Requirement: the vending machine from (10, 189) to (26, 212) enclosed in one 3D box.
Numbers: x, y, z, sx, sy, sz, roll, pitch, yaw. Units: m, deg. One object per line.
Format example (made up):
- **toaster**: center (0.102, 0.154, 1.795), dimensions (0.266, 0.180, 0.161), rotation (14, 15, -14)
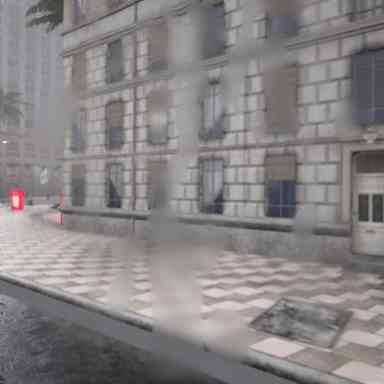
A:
- **vending machine**: center (-16.468, 0.818, 31.472), dimensions (1.100, 2.100, 0.880), rotation (0, 0, -10)
